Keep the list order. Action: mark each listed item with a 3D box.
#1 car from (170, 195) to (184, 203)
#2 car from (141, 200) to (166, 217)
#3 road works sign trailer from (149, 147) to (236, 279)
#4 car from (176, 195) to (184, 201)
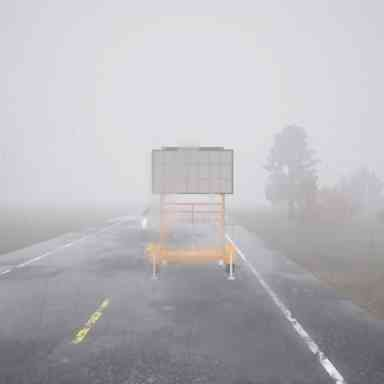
[{"bbox_3d":[-3.354,1.537,67.559,2.128,1.511,4.902,0,0,0],"label":"car"},{"bbox_3d":[-3.533,1.536,31.455,1.812,1.442,4.674,0,0,0],"label":"car"},{"bbox_3d":[0.021,0.465,9.974,2.380,3.560,2.880,0,0,0],"label":"road works sign trailer"},{"bbox_3d":[-3.306,1.556,89.982,1.882,1.535,5.008,0,0,0],"label":"car"}]
